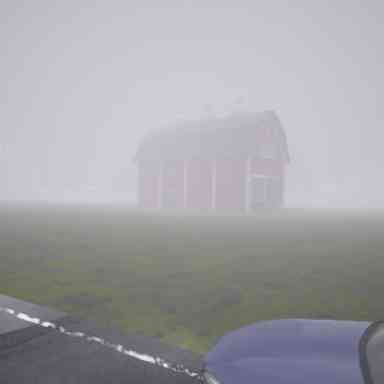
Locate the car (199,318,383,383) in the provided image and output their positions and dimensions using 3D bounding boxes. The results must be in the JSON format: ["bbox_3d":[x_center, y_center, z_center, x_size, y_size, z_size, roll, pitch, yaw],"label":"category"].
[{"bbox_3d":[2.251,1.592,2.261,4.674,1.442,1.812,1,0,30],"label":"car"}]
